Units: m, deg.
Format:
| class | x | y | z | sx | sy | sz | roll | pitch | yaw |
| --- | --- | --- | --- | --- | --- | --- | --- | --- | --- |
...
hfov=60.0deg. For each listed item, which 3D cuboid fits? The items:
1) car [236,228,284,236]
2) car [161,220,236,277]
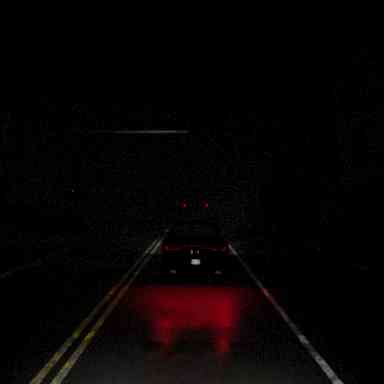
| class | x | y | z | sx | sy | sz | roll | pitch | yaw |
| --- | --- | --- | --- | --- | --- | --- | --- | --- | --- |
| car | 5.963 | 3.913 | 29.394 | 4.718 | 1.301 | 1.895 | 8 | -17 | -30 |
| car | 0.098 | 1.661 | 10.885 | 1.882 | 1.535 | 5.008 | 1 | -1 | 0 |
